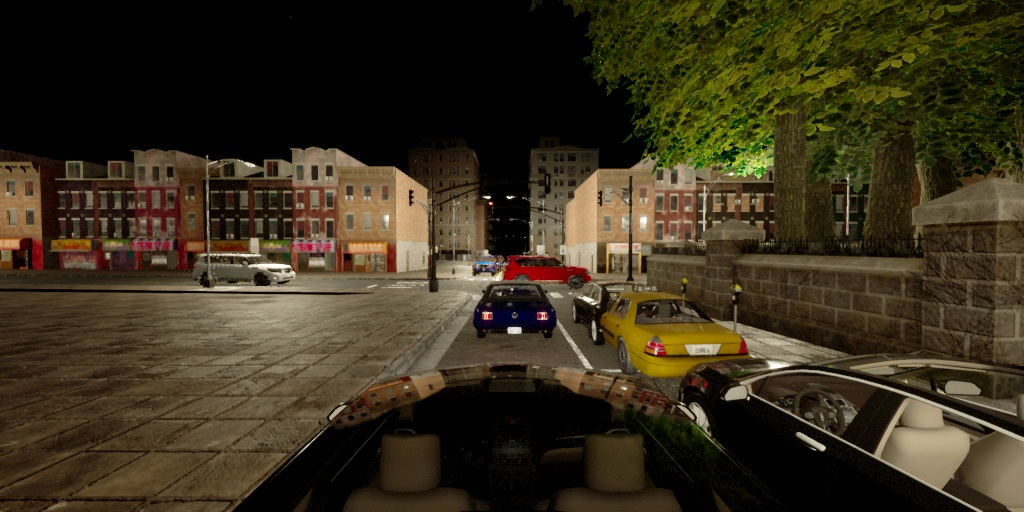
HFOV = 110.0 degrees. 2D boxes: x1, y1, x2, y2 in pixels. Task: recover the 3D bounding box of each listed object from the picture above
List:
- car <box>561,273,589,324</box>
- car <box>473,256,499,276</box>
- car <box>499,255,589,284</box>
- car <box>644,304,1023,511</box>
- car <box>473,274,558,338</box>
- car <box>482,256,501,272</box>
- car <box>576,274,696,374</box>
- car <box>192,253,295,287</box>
[{"bbox_3d":[2.661,1.298,9.304,2.007,1.370,4.403,0,0,0],"label":"car"},{"bbox_3d":[-2.749,0.978,37.284,2.150,2.045,5.566,0,0,0],"label":"car"},{"bbox_3d":[2.150,1.011,22.722,5.566,2.045,2.150,0,1,0],"label":"car"},{"bbox_3d":[2.637,1.300,2.169,2.007,1.370,4.403,0,0,0],"label":"car"},{"bbox_3d":[0.075,1.348,10.109,1.895,1.301,4.718,0,0,0],"label":"car"},{"bbox_3d":[-2.653,0.990,47.909,2.150,2.045,5.566,0,0,1],"label":"car"},{"bbox_3d":[2.686,1.273,7.330,1.751,1.417,4.829,0,0,0],"label":"car"},{"bbox_3d":[-16.948,0.867,22.765,5.566,2.045,2.150,1,1,0],"label":"car"}]
